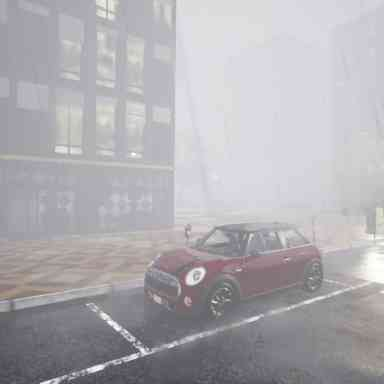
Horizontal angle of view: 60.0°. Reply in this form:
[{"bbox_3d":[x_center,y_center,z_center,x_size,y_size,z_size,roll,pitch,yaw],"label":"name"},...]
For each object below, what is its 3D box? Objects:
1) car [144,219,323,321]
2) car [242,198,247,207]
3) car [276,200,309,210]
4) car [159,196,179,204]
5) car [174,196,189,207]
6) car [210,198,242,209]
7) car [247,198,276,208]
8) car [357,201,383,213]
[{"bbox_3d":[0.990,1.442,7.261,4.097,1.590,1.967,0,1,-36],"label":"car"},{"bbox_3d":[7.920,1.726,56.152,1.967,1.590,4.097,1,-1,-35],"label":"car"},{"bbox_3d":[14.483,1.807,46.902,1.802,1.307,4.206,1,-1,-35],"label":"car"},{"bbox_3d":[-5.206,1.724,74.652,2.192,1.841,5.009,1,-1,-35],"label":"car"},{"bbox_3d":[-2.199,1.733,55.931,1.887,1.381,4.507,1,-1,-35],"label":"car"},{"bbox_3d":[4.364,1.678,46.682,2.008,1.369,4.403,1,-1,-35],"label":"car"},{"bbox_3d":[11.202,1.800,51.527,1.887,1.381,4.507,1,-1,-35],"label":"car"},{"bbox_3d":[21.047,1.730,37.653,1.947,1.339,4.313,1,-1,-35],"label":"car"}]
